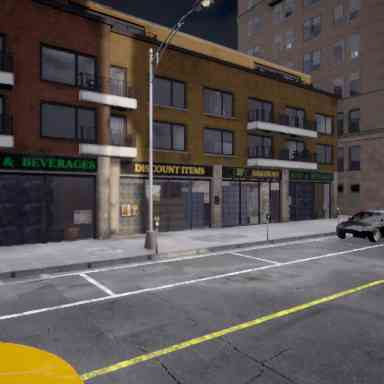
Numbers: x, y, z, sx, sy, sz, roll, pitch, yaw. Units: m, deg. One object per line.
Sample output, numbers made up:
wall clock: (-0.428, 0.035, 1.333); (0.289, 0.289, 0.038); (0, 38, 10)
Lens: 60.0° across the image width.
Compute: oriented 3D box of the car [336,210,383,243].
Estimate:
car: (8.836, 1.567, 16.200); (4.313, 1.339, 1.947); (0, 0, -35)

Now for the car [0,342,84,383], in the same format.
car: (-2.864, 1.477, 1.129); (5.008, 1.535, 1.882); (0, 0, -35)
